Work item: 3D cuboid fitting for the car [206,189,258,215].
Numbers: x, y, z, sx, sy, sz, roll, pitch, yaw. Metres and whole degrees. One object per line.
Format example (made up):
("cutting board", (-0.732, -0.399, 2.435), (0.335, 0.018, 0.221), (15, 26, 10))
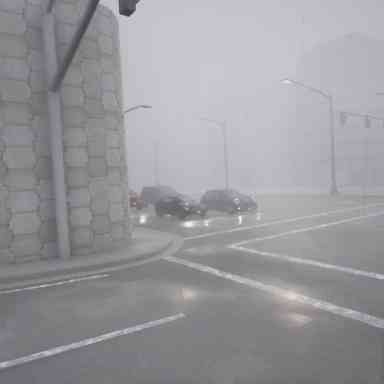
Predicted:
("car", (2.548, 0.564, 24.002), (2.097, 1.767, 4.553), (-5, 3, -35))

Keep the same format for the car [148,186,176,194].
("car", (-2.991, 0.431, 31.831), (2.150, 2.045, 5.566), (-5, 3, -35))

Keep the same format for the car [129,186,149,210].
("car", (-6.533, 0.666, 30.793), (2.150, 2.045, 5.566), (-5, 3, -35))

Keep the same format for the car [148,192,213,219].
("car", (-0.919, 0.971, 22.882), (1.812, 1.442, 4.674), (-5, 3, -35))
